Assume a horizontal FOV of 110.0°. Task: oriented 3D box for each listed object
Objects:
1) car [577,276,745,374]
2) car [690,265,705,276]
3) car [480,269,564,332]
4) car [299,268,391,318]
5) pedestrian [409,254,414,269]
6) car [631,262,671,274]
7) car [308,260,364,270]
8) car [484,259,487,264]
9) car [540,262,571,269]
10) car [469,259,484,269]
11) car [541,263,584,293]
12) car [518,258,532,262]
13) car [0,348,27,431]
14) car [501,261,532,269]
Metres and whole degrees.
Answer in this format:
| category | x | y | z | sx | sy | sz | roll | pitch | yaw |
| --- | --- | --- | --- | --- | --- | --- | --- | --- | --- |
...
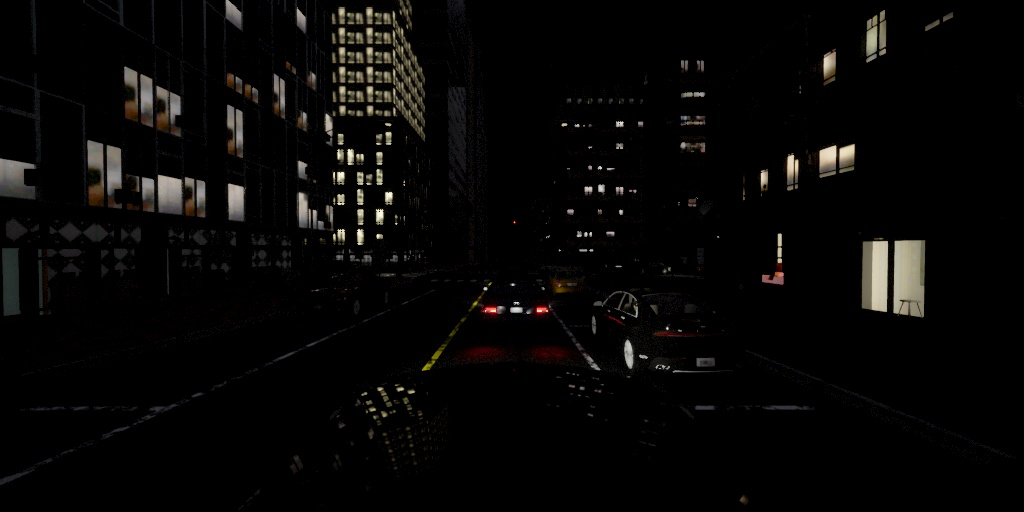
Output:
| category | x | y | z | sx | sy | sz | roll | pitch | yaw |
| --- | --- | --- | --- | --- | --- | --- | --- | --- | --- |
| car | 2.804 | 1.299 | 7.365 | 2.007 | 1.370 | 4.403 | 0 | 0 | 0 |
| car | 22.107 | 1.391 | 39.158 | 5.008 | 1.535 | 1.882 | 0 | 1 | 0 |
| car | 0.079 | 1.295 | 10.801 | 2.033 | 1.411 | 5.357 | 0 | 0 | 0 |
| car | -5.850 | 1.292 | 13.046 | 1.888 | 1.381 | 4.507 | 0 | 0 | 0 |
| pedestrian | -12.655 | 0.669 | 45.089 | 0.375 | 1.860 | 0.375 | 0 | 0 | 1 |
| car | 16.210 | 1.372 | 41.826 | 4.403 | 1.370 | 2.007 | 0 | 0 | 1 |
| car | -17.667 | 1.108 | 36.421 | 5.008 | 1.535 | 1.882 | 0 | 1 | -1 |
| car | -5.840 | 1.303 | 62.242 | 1.948 | 1.339 | 4.313 | 0 | 0 | 0 |
| car | 5.598 | 1.354 | 40.348 | 4.718 | 1.301 | 1.895 | 1 | 1 | 17 |
| car | -5.825 | 1.263 | 56.418 | 1.751 | 1.417 | 4.829 | 0 | 0 | 0 |
| car | 2.776 | 1.271 | 18.824 | 1.751 | 1.417 | 4.829 | 0 | 0 | 0 |
| car | 2.541 | 1.288 | 62.263 | 2.007 | 1.370 | 4.403 | 0 | 0 | 0 |
| car | -5.796 | 1.300 | 1.757 | 2.007 | 1.370 | 4.403 | 0 | 0 | 0 |
| car | 0.045 | 1.249 | 21.223 | 1.837 | 1.490 | 4.892 | 0 | 0 | 0 |
